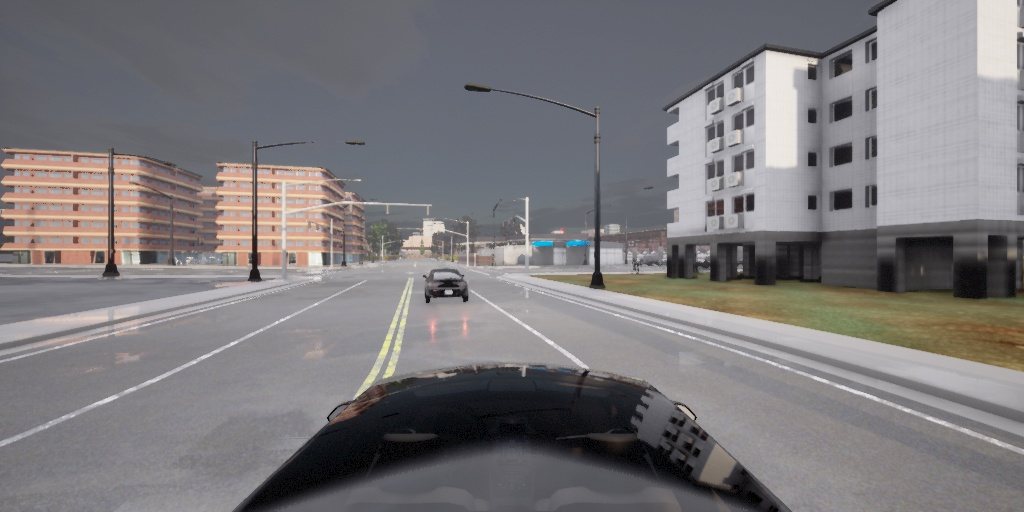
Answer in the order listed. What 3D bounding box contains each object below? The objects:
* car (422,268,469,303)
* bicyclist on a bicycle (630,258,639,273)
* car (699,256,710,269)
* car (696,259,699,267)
[{"bbox_3d":[-3.115,1.282,16.583,1.812,1.442,4.674,0,0,-15],"label":"car"},{"bbox_3d":[13.531,1.049,39.528,0.582,1.620,1.656,0,0,-14],"label":"bicyclist on a bicycle"},{"bbox_3d":[31.177,1.008,54.397,5.566,2.045,2.150,0,0,-37],"label":"car"},{"bbox_3d":[29.045,1.246,57.173,4.902,1.511,2.128,0,0,-37],"label":"car"}]
